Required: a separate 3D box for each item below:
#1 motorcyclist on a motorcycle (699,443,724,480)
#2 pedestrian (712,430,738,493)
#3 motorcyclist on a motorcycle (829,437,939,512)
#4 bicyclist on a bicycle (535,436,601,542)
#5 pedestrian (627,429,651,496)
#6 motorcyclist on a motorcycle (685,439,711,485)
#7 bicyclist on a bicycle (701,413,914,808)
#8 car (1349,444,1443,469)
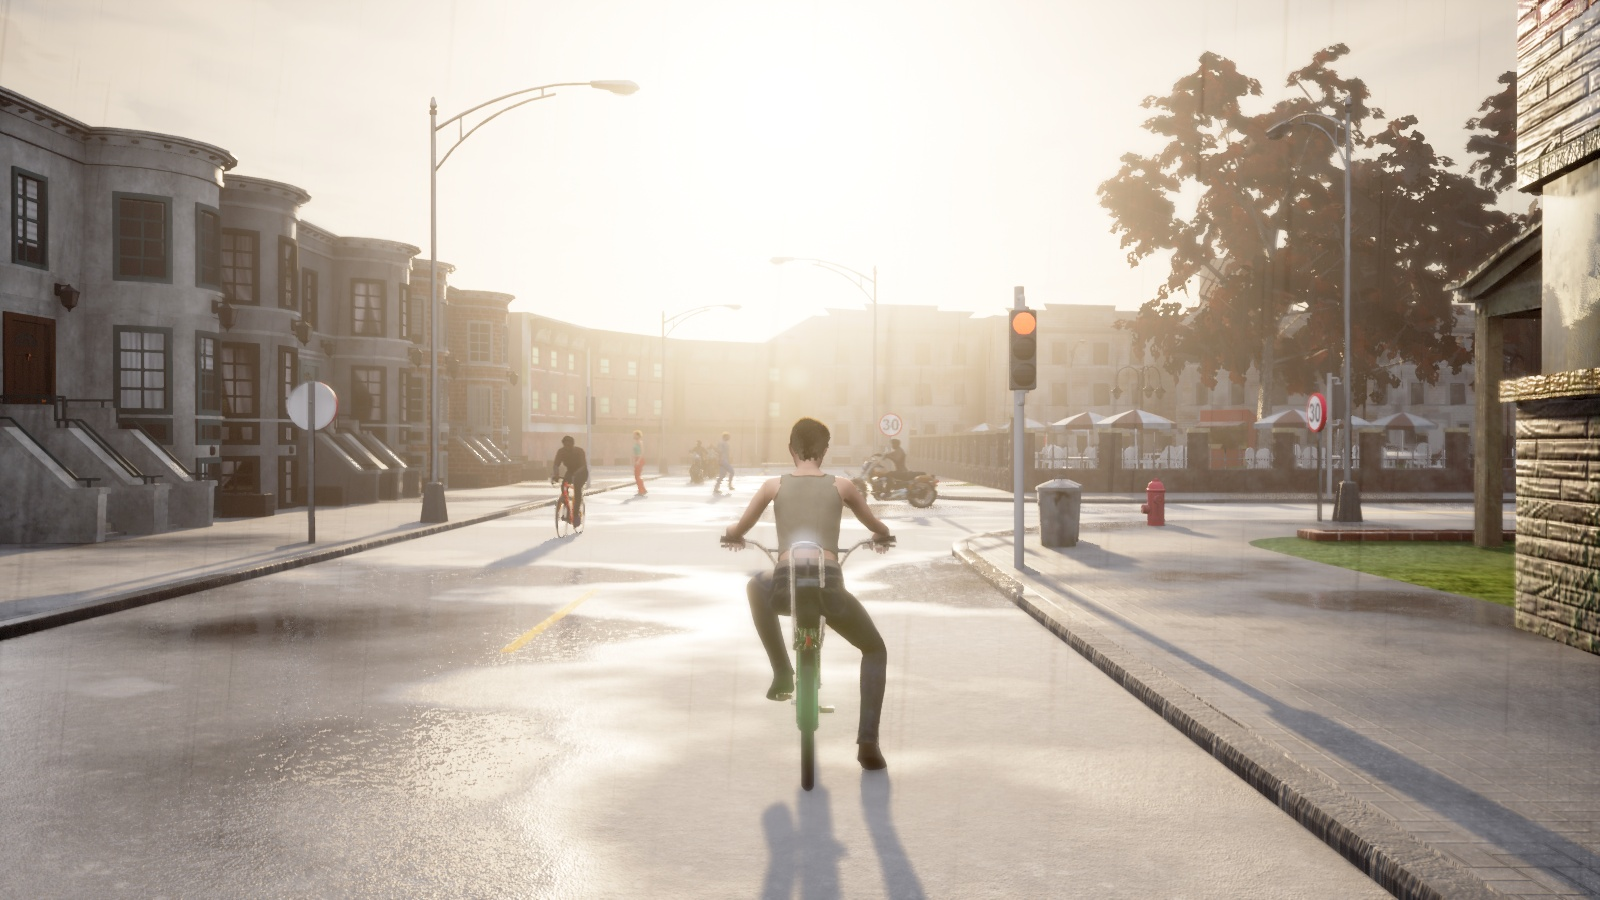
[{"bbox_3d":[-3.755,0.477,53.373,0.866,1.530,2.191,0,0,0],"label":"motorcyclist on a motorcycle"},{"bbox_3d":[-2.207,0.331,36.790,0.706,1.836,0.354,0,0,8],"label":"pedestrian"},{"bbox_3d":[1.890,0.539,28.298,2.350,1.649,0.766,0,1,-11],"label":"motorcyclist on a motorcycle"},{"bbox_3d":[-3.680,0.583,20.004,0.582,1.620,1.656,1,1,6],"label":"bicyclist on a bicycle"},{"bbox_3d":[-4.414,0.340,34.358,0.594,1.836,0.345,0,0,-17],"label":"pedestrian"},{"bbox_3d":[-3.778,0.429,46.842,0.766,1.649,2.350,0,0,0],"label":"motorcyclist on a motorcycle"},{"bbox_3d":[0.037,0.650,5.875,0.866,1.612,1.509,0,0,0],"label":"bicyclist on a bicycle"},{"bbox_3d":[35.039,0.383,73.869,4.674,1.442,1.812,0,0,0],"label":"car"}]
